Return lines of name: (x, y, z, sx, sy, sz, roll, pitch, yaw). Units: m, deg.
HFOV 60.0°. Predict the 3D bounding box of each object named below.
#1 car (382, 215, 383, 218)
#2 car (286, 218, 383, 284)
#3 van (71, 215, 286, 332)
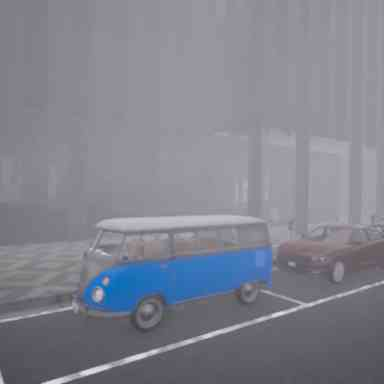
car: (8.993, 1.463, 13.137, 5.009, 1.841, 2.192, 1, 0, -35)
car: (4.406, 1.637, 9.880, 4.507, 1.381, 1.887, 1, 0, -35)
van: (-0.176, 1.378, 6.621, 3.998, 1.788, 1.690, 1, 0, -35)
